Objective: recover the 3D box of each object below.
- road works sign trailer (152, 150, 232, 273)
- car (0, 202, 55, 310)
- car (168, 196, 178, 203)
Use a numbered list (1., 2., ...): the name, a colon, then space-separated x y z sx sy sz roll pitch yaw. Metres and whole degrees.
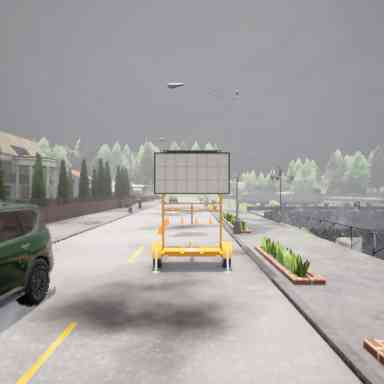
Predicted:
1. road works sign trailer: -0.001 0.474 10.642 2.380 3.560 2.880 0 0 0
2. car: -4.099 1.226 5.122 2.150 2.045 5.566 0 0 0
3. car: -4.007 1.610 71.627 2.033 1.411 5.357 0 0 0
